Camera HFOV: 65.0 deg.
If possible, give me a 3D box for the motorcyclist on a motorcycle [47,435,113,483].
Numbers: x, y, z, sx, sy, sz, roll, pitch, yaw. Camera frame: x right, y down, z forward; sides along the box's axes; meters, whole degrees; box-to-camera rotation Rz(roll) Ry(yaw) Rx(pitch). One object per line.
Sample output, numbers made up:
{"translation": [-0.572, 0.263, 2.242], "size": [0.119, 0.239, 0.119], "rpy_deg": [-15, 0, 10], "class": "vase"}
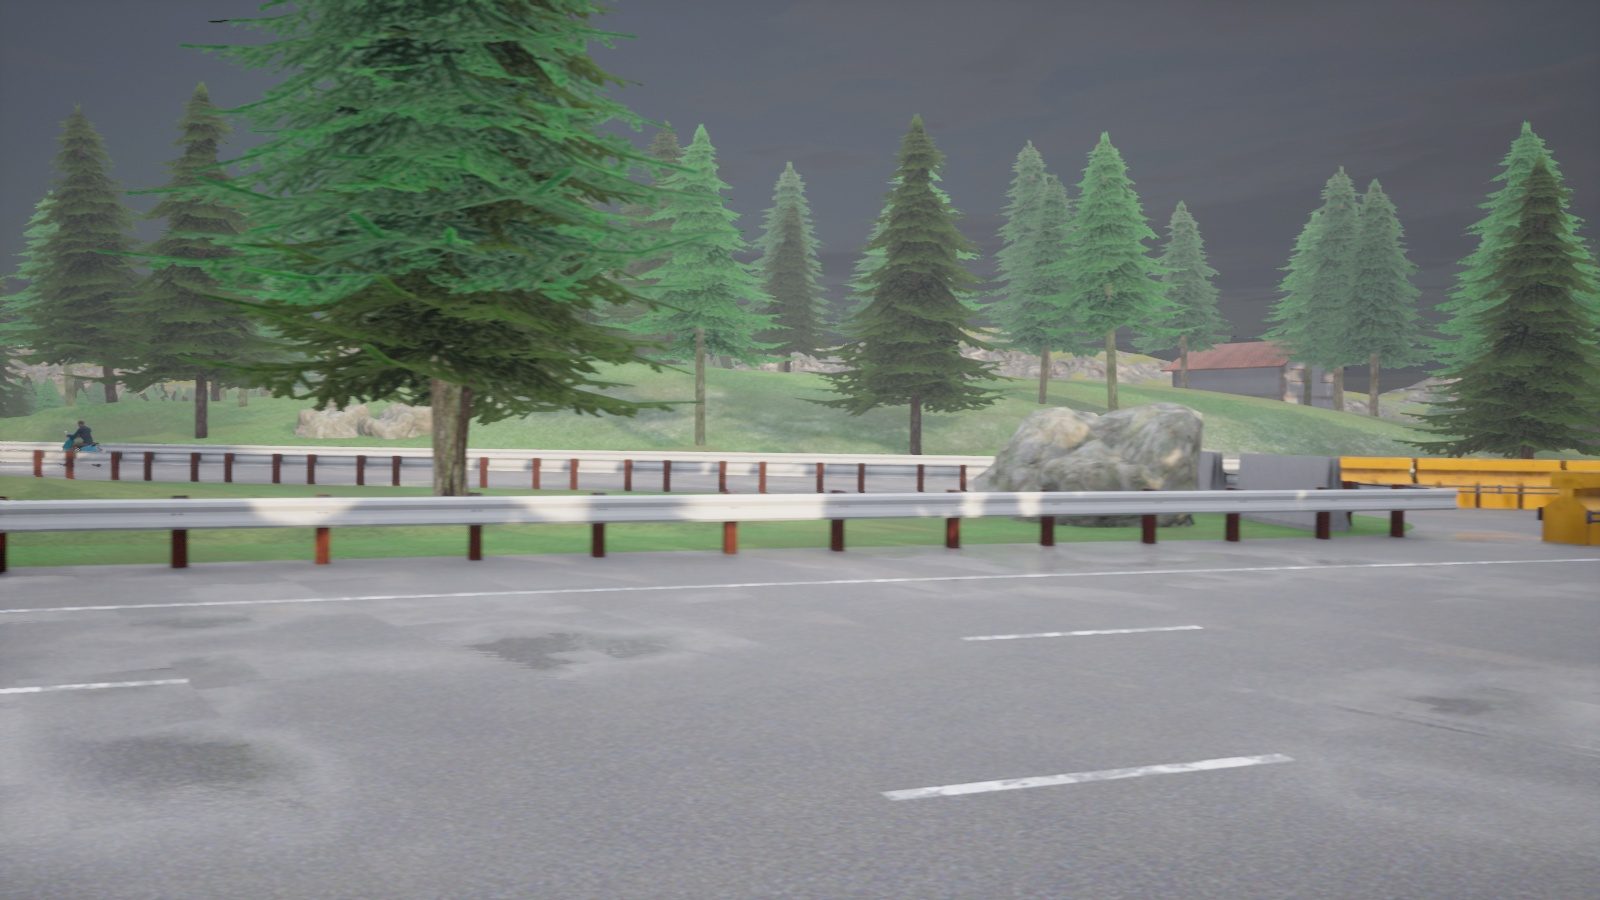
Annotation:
{"translation": [-24.293, 0.313, 42.390], "size": [1.817, 1.590, 0.866], "rpy_deg": [0, 1, 13], "class": "motorcyclist on a motorcycle"}
